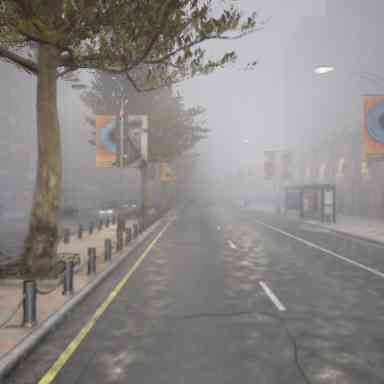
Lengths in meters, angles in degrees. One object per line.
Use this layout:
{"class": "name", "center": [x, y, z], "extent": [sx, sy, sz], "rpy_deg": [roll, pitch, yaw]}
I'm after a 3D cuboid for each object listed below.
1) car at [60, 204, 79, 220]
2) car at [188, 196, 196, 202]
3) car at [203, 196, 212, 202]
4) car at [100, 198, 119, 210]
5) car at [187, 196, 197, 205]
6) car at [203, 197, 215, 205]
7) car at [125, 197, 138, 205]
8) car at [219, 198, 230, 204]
{"class": "car", "center": [-11.718, 1.711, 29.223], "extent": [1.895, 1.301, 4.718], "rpy_deg": [0, 0, 3]}
{"class": "car", "center": [-0.002, 1.667, 77.234], "extent": [1.994, 1.385, 4.181], "rpy_deg": [0, 0, 0]}
{"class": "car", "center": [3.498, 1.709, 77.265], "extent": [1.895, 1.301, 4.718], "rpy_deg": [0, 0, 0]}
{"class": "car", "center": [-11.582, 1.668, 46.882], "extent": [2.128, 1.511, 4.902], "rpy_deg": [0, 0, 0]}
{"class": "car", "center": [-0.002, 1.753, 67.116], "extent": [1.837, 1.490, 4.892], "rpy_deg": [0, 0, 0]}
{"class": "car", "center": [3.498, 1.813, 67.468], "extent": [1.994, 1.385, 4.181], "rpy_deg": [0, 0, 0]}
{"class": "car", "center": [-11.515, 1.765, 63.850], "extent": [1.812, 1.442, 4.674], "rpy_deg": [0, 0, 0]}
{"class": "car", "center": [6.748, 1.855, 69.775], "extent": [1.895, 1.301, 4.718], "rpy_deg": [0, 0, 0]}
